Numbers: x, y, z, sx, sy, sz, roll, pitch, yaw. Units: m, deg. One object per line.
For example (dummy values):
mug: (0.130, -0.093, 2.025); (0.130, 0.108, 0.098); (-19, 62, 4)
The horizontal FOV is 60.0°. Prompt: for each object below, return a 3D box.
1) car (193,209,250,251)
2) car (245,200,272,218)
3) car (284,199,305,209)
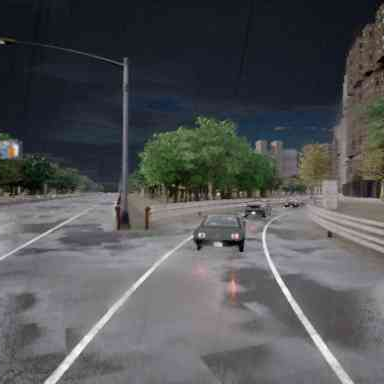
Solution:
car: (1.355, 1.612, 14.200); (1.895, 1.301, 4.718); (0, 0, 10)
car: (6.169, 1.539, 30.704); (1.837, 1.490, 4.892); (0, 0, 22)
car: (14.611, 1.661, 46.969); (1.895, 1.301, 4.718); (0, 0, 31)
